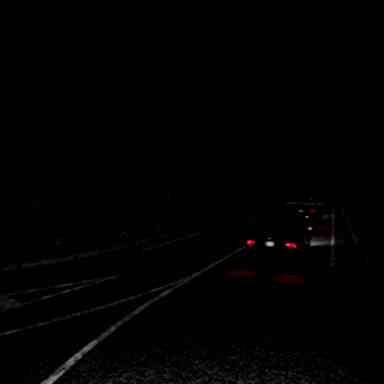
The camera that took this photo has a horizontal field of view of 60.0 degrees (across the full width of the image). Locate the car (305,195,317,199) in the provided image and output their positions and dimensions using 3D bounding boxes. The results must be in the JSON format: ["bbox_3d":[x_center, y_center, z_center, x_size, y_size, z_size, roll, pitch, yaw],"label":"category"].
[{"bbox_3d":[24.691,1.445,69.233,1.882,1.535,5.008,0,0,29],"label":"car"}]

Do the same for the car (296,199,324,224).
[{"bbox_3d":[9.349,1.616,26.550,2.128,1.511,4.902,0,0,23],"label":"car"}]

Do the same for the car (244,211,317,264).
[{"bbox_3d":[3.364,1.651,12.475,2.033,1.411,5.357,0,0,23],"label":"car"}]
